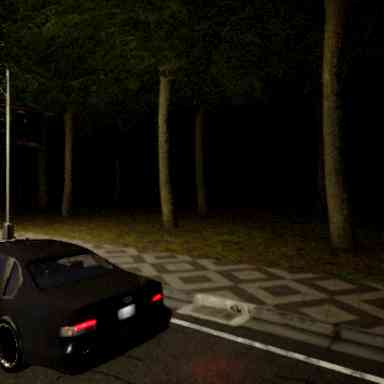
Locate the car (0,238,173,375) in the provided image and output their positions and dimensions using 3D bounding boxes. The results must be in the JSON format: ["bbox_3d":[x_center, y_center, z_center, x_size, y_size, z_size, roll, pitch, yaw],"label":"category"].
[{"bbox_3d":[-2.854,1.527,5.598,5.357,1.411,2.033,0,0,36],"label":"car"}]
